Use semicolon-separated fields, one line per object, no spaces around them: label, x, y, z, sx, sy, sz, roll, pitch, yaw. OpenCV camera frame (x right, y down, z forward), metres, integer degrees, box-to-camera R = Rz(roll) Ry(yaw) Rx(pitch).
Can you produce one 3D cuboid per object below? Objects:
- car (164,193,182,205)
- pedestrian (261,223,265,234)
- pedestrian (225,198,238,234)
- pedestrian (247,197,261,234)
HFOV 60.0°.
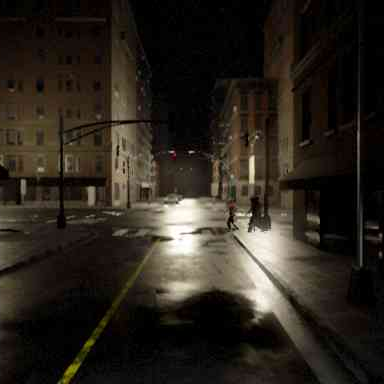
car;-3.054;1.063;51.285;2.097;1.767;4.553;0;0;0
pedestrian;3.248;1.052;16.456;0.375;1.860;0.375;0;0;0
pedestrian;2.018;1.201;17.057;0.375;1.860;0.375;0;0;0
pedestrian;2.938;1.055;15.759;0.375;1.860;0.375;0;0;0
